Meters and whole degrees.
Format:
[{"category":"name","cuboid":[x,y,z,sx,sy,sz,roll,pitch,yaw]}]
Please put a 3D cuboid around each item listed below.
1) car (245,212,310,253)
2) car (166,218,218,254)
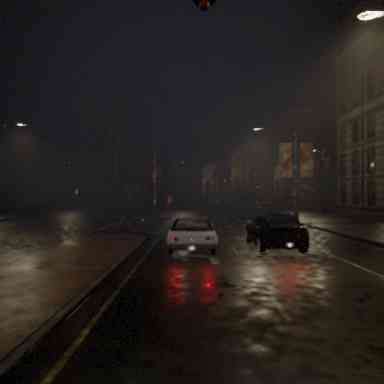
[{"category":"car","cuboid":[3.502,1.643,14.301,1.837,1.490,4.892,0,0,0]},{"category":"car","cuboid":[0.000,1.735,14.104,1.895,1.301,4.718,0,0,0]}]
